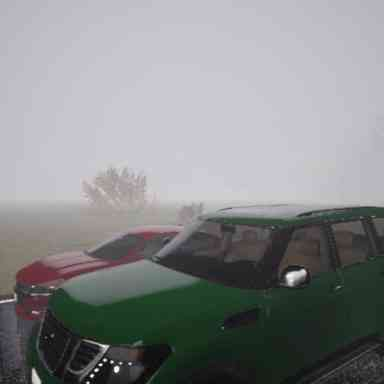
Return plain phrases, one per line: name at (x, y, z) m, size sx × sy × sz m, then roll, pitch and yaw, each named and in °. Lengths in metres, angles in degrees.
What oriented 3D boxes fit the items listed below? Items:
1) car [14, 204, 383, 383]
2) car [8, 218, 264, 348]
car at (0.959, 1.221, 4.370) m, size 5.566 × 2.045 × 2.150 m, roll 0°, pitch 0°, yaw -36°
car at (-0.924, 1.477, 7.020) m, size 5.008 × 1.535 × 1.882 m, roll 0°, pitch 0°, yaw -36°
